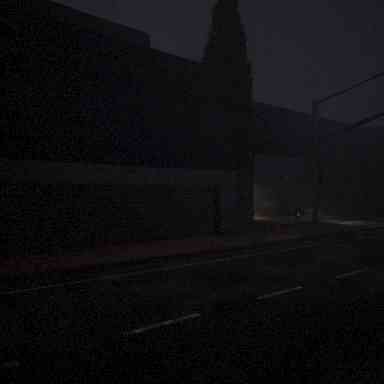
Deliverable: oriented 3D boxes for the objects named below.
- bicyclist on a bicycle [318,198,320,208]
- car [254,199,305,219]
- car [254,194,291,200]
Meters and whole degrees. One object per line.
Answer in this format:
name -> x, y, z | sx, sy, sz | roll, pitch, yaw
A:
bicyclist on a bicycle -> 16.238, 1.303, 43.289 | 1.656, 1.620, 0.582 | 0, 0, -37
car -> 7.651, 1.601, 29.751 | 1.895, 1.301, 4.718 | 0, 0, -37
car -> 8.713, 1.221, 34.182 | 2.150, 2.045, 5.566 | 0, 0, -36
